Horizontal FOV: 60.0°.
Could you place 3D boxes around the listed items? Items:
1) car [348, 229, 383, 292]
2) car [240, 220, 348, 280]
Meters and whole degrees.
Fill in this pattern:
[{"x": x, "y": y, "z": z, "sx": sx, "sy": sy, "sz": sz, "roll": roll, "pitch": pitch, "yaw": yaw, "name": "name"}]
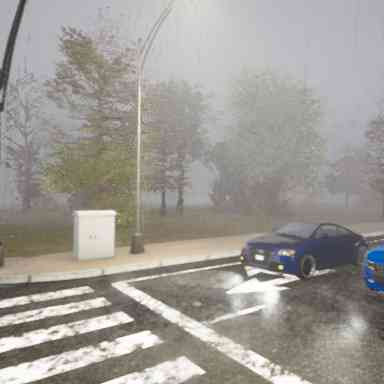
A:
[{"x": 6.045, "y": 1.492, "z": 7.878, "sx": 5.008, "sy": 1.535, "sz": 1.882, "roll": 0, "pitch": 0, "yaw": -35, "name": "car"}, {"x": 3.465, "y": 1.577, "z": 10.029, "sx": 4.181, "sy": 1.385, "sz": 1.994, "roll": 0, "pitch": 0, "yaw": -34, "name": "car"}]
